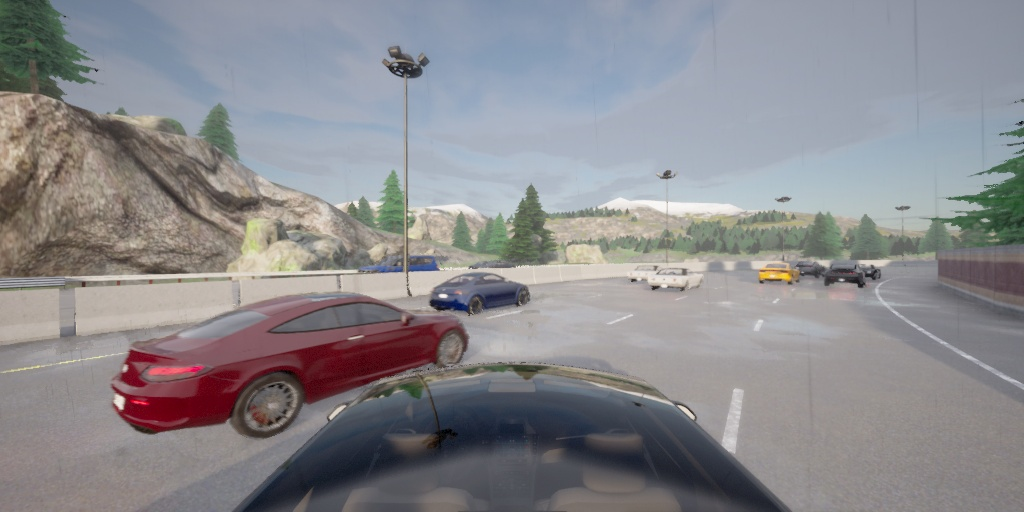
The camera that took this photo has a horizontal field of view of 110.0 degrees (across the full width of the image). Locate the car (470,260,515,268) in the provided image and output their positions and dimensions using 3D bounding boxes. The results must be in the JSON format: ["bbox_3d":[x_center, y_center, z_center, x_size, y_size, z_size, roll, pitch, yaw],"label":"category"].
[{"bbox_3d":[-1.782,1.238,39.890,2.128,1.511,4.902,0,0,45],"label":"car"}]

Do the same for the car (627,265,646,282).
[{"bbox_3d":[10.706,1.348,27.393,1.895,1.301,4.718,0,0,44],"label":"car"}]

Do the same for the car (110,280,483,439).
[{"bbox_3d":[-2.665,1.276,5.511,1.812,1.442,4.674,0,0,34],"label":"car"}]

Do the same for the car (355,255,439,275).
[{"bbox_3d":[-7.244,0.970,23.232,2.150,2.045,5.566,0,0,39],"label":"car"}]

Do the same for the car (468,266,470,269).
[{"bbox_3d":[-3.339,1.311,43.286,1.994,1.385,4.181,0,0,45],"label":"car"}]

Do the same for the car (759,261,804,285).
[{"bbox_3d":[19.697,1.225,26.361,5.008,1.535,1.882,0,0,-44],"label":"car"}]

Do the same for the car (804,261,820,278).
[{"bbox_3d":[27.621,1.238,33.254,4.902,1.511,2.128,0,0,-39],"label":"car"}]

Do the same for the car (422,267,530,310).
[{"bbox_3d":[-1.107,1.313,13.654,1.994,1.385,4.181,0,0,37],"label":"car"}]

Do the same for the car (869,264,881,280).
[{"bbox_3d":[30.379,1.348,31.004,4.718,1.301,1.895,0,0,-39],"label":"car"}]

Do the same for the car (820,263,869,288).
[{"bbox_3d":[22.454,1.252,24.155,4.892,1.490,1.837,0,0,-43],"label":"car"}]

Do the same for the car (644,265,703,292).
[{"bbox_3d":[9.915,1.349,21.477,1.895,1.301,4.718,0,0,42],"label":"car"}]
